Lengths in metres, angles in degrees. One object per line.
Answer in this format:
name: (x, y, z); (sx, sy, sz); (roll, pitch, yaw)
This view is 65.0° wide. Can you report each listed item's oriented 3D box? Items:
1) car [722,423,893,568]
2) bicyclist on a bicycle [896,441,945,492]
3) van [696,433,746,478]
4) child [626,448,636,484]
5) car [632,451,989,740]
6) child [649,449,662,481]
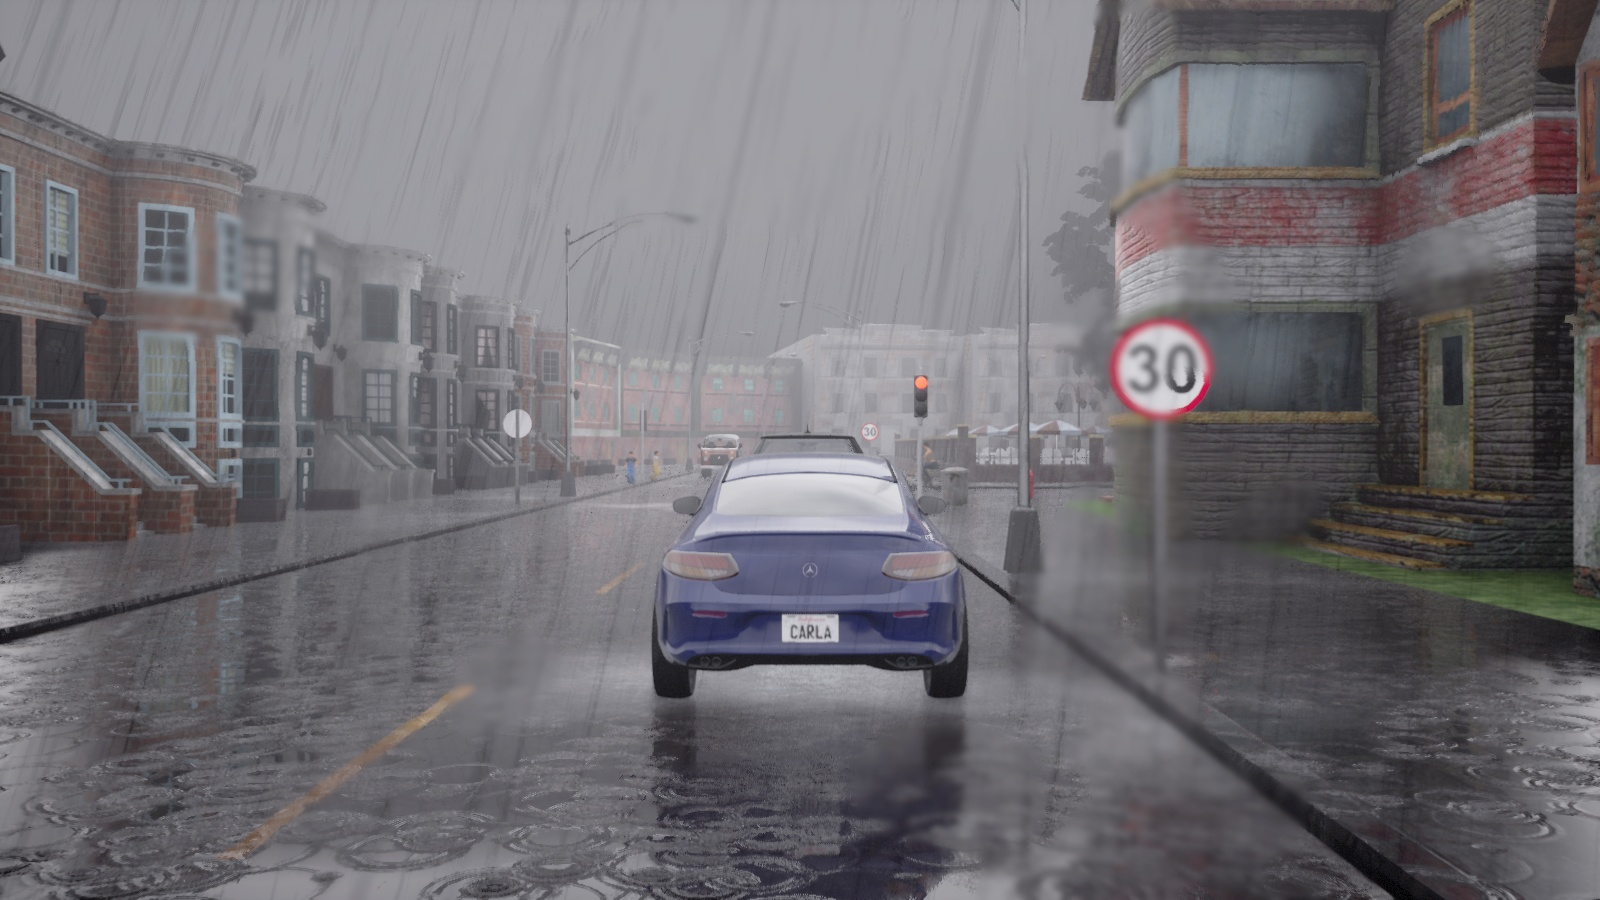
car: (0.109, 0.544, 17.632); (2.097, 1.767, 4.553); (0, 0, 0)
bicyclist on a bicycle: (3.963, 0.543, 41.248); (1.509, 1.612, 0.866); (0, -3, 13)
van: (-3.678, 0.261, 59.349); (2.069, 2.038, 4.480); (0, 0, 0)
child: (-6.052, 0.575, 44.951); (0.270, 1.263, 0.437); (0, 0, 6)
car: (0.064, 0.742, 8.722); (1.812, 1.442, 4.674); (0, 0, 0)
child: (-5.713, 0.578, 49.664); (0.437, 1.263, 0.270); (0, 0, 19)
